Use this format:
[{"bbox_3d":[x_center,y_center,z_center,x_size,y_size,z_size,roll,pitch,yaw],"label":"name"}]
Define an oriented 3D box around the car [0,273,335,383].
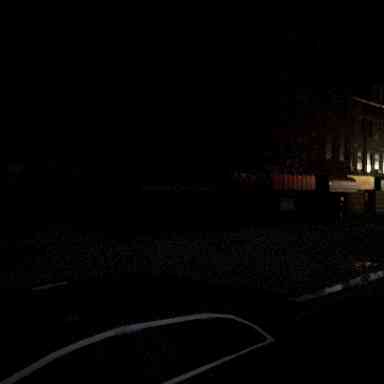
[{"bbox_3d":[-0.983,1.492,2.363,4.902,1.511,2.128,0,0,-35],"label":"car"}]
